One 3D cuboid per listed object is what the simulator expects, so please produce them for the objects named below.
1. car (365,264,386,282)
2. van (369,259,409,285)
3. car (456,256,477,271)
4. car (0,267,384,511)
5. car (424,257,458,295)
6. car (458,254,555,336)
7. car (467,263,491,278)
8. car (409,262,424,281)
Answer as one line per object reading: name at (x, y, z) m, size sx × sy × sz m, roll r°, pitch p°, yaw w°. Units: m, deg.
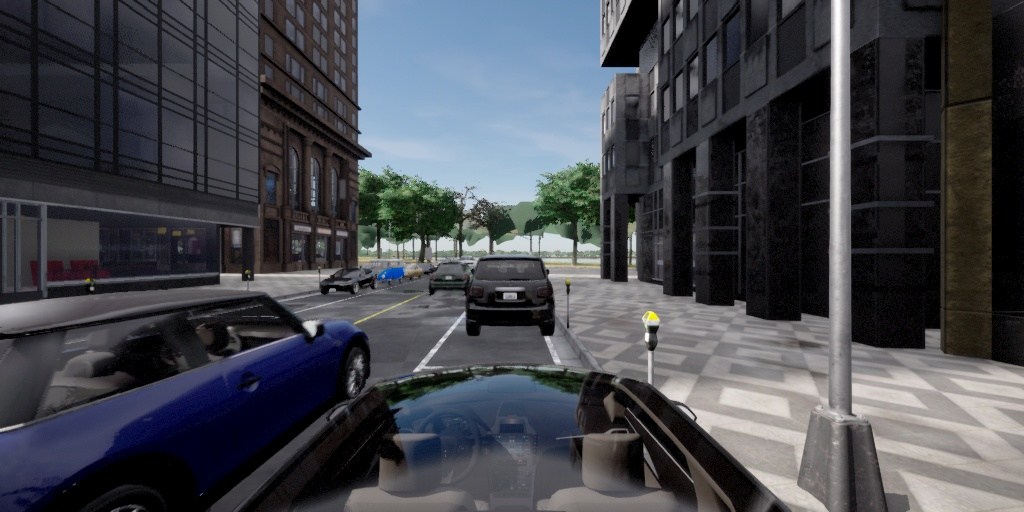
car at (-8.908, 1.317, 19.986) m, size 1.948 × 1.339 × 4.313 m, roll 0°, pitch 0°, yaw 0°
van at (-8.908, 1.093, 25.423) m, size 1.690 × 1.789 × 3.998 m, roll 0°, pitch 0°, yaw 0°
car at (-6.154, 0.989, 48.984) m, size 2.150 × 2.045 × 5.566 m, roll 0°, pitch 0°, yaw 0°
car at (-3.145, 1.101, 3.475) m, size 2.097 × 1.767 × 4.553 m, roll 0°, pitch 0°, yaw 0°
car at (-3.127, 1.102, 19.891) m, size 2.097 × 1.767 × 4.553 m, roll 0°, pitch 0°, yaw 0°
car at (-0.039, 0.971, 10.530) m, size 2.150 × 2.045 × 5.566 m, roll 0°, pitch 0°, yaw 0°
car at (-3.130, 1.357, 34.721) m, size 1.895 × 1.301 × 4.718 m, roll 0°, pitch 0°, yaw 0°
car at (-8.908, 1.280, 30.691) m, size 1.751 × 1.417 × 4.829 m, roll 0°, pitch 0°, yaw 0°
